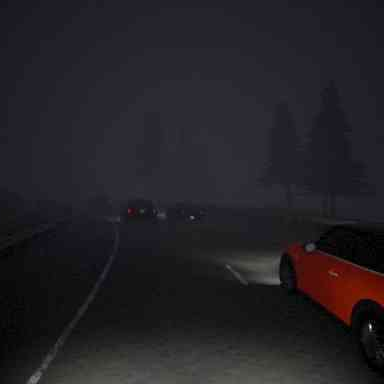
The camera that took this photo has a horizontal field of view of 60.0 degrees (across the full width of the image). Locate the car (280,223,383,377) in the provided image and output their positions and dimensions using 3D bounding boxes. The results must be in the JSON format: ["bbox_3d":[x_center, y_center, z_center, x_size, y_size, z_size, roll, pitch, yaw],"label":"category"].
[{"bbox_3d":[3.134,1.309,5.726,2.097,1.767,4.553,0,0,-4],"label":"car"}]

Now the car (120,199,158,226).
[{"bbox_3d":[-3.749,1.234,22.892,2.097,1.767,4.553,0,0,-17],"label":"car"}]

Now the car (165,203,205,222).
[{"bbox_3d":[-0.664,1.461,25.030,1.895,1.301,4.718,0,0,-18],"label":"car"}]

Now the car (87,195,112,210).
[{"bbox_3d":[-11.231,1.162,40.030,2.097,1.767,4.553,0,0,-29],"label":"car"}]
